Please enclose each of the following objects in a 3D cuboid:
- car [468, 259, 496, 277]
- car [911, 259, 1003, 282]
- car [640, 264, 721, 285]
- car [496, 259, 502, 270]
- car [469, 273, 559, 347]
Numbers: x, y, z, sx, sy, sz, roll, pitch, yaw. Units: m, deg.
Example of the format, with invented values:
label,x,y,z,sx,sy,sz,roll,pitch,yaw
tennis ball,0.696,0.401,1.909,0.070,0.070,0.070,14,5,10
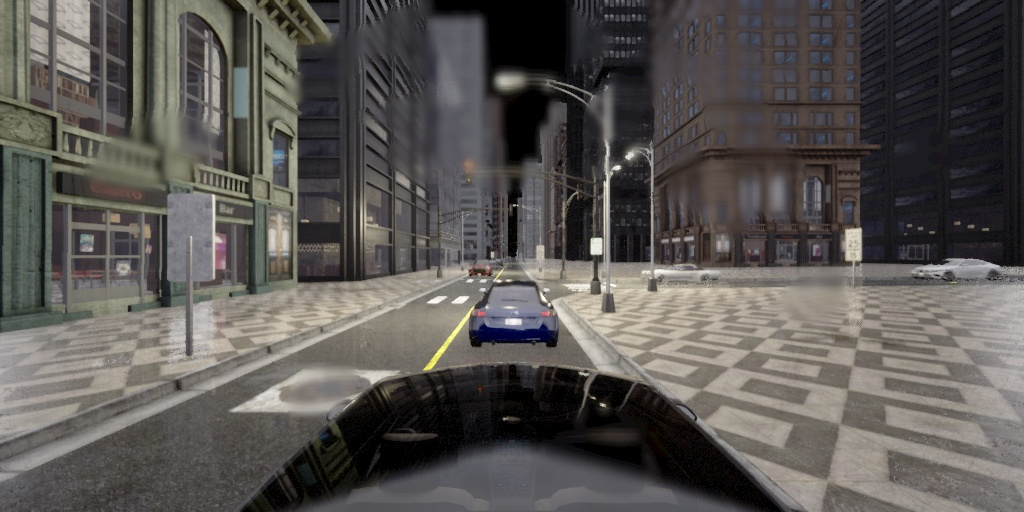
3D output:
label,x,y,z,sx,sy,sz,roll,pitch,yaw
car,-2.987,1.099,35.032,2.097,1.767,4.553,0,0,0
car,29.636,0.913,23.914,4.674,1.442,1.812,-1,0,0
car,11.117,1.200,23.969,4.718,1.301,1.895,-1,0,0
car,-2.928,1.296,51.143,2.033,1.411,5.357,0,0,0
car,0.063,1.313,9.312,1.994,1.385,4.181,0,0,1
